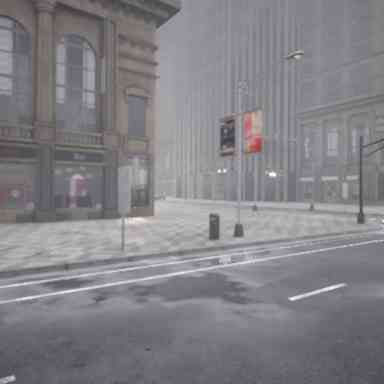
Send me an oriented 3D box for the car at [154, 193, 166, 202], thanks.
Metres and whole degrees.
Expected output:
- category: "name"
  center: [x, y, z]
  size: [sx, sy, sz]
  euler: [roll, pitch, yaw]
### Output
- category: "car"
  center: [-6.485, 0.980, 61.316]
  size: [1.812, 1.442, 4.674]
  euler: [1, 0, -35]
